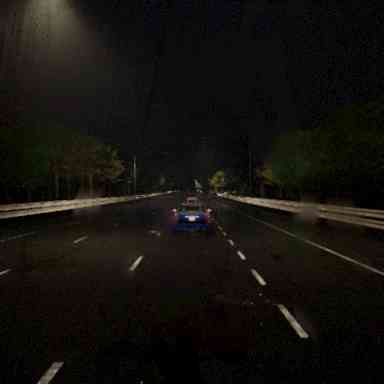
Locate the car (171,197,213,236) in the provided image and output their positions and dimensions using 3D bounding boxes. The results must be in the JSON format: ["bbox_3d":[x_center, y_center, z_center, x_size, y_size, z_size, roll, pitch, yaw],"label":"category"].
[{"bbox_3d":[-0.003,1.345,18.316,2.097,1.767,4.553,0,0,0],"label":"car"}]

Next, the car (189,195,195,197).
[{"bbox_3d":[-0.003,1.531,55.516,1.895,1.301,4.718,0,0,0],"label":"car"}]

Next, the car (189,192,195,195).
[{"bbox_3d":[-0.005,1.232,95.216,1.994,1.385,4.181,0,0,0],"label":"car"}]
